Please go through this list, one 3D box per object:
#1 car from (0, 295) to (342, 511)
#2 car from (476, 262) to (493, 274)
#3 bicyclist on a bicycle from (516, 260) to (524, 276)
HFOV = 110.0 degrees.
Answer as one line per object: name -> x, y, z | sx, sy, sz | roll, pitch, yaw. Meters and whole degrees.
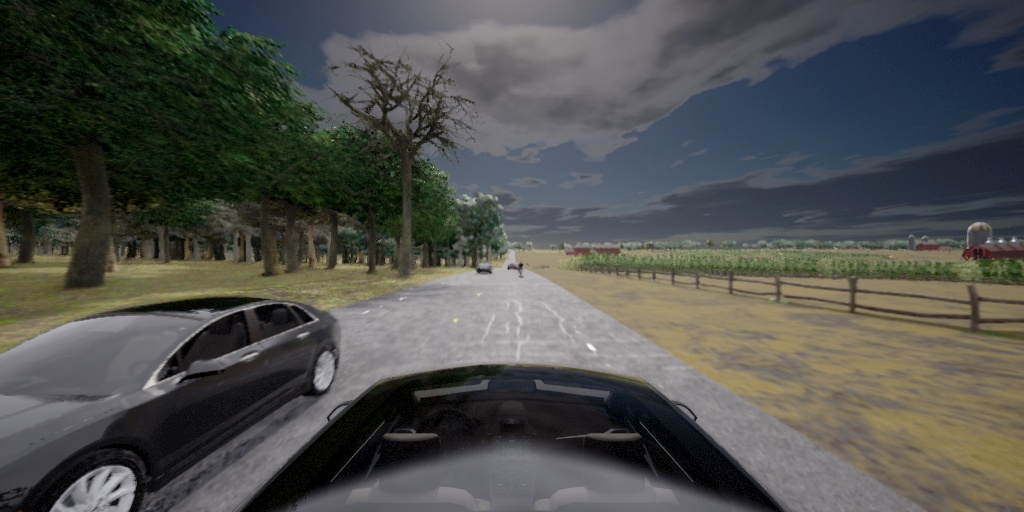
car -> -3.599, 1.261, 3.782 | 1.837, 1.490, 4.892 | 0, 0, 0
car -> -3.560, 1.537, 46.346 | 1.882, 1.535, 5.008 | 0, -1, 0
bicyclist on a bicycle -> 0.956, 1.318, 38.233 | 0.659, 1.776, 1.843 | 0, 0, 0
